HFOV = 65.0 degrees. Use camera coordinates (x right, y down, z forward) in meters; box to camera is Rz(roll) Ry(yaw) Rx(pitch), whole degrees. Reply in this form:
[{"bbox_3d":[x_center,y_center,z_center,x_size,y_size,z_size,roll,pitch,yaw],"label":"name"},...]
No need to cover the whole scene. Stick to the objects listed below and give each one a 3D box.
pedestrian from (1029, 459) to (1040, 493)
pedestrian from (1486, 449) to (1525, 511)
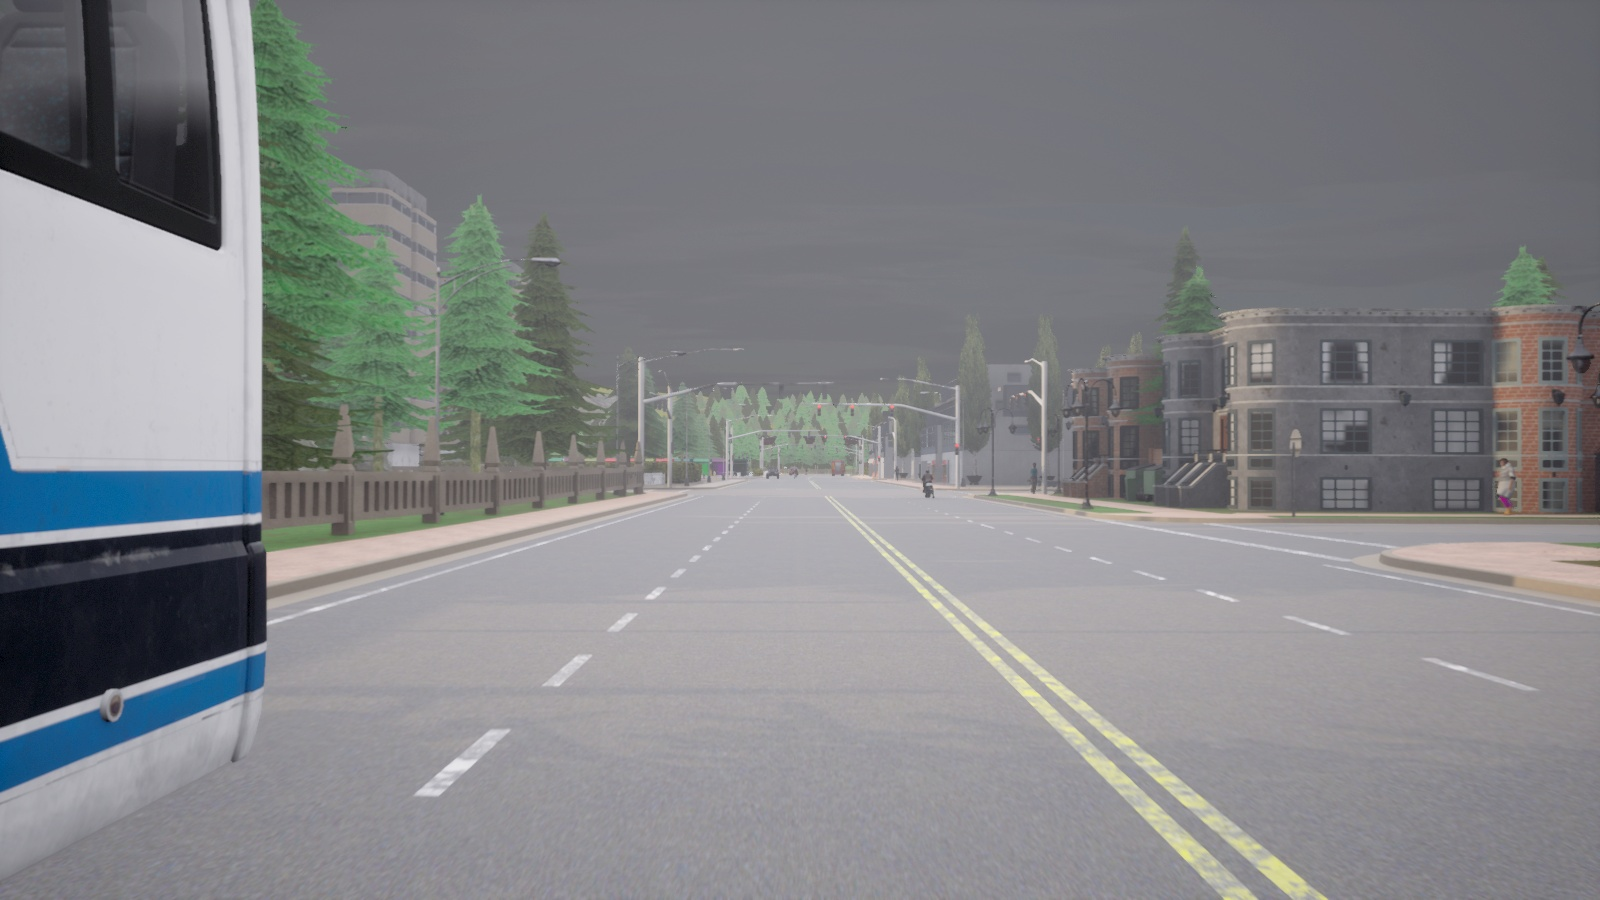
[{"bbox_3d":[13.340,1.487,71.537,0.396,1.930,0.692,0,-1,-10],"label":"pedestrian"},{"bbox_3d":[22.320,0.946,39.761,0.873,1.952,0.659,0,-1,7],"label":"pedestrian"}]
